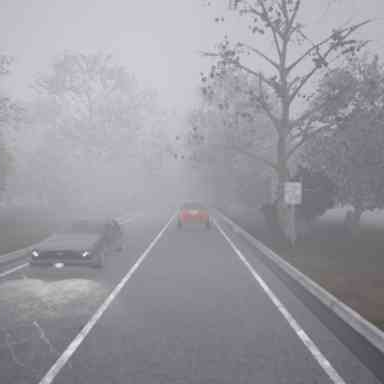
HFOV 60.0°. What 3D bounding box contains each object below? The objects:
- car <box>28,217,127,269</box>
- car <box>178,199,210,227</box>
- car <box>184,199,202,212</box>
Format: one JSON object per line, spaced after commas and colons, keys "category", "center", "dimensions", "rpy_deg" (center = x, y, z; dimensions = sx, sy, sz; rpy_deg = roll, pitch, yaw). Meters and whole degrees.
{"category": "car", "center": [-3.580, 1.598, 11.609], "dimensions": [2.033, 1.411, 5.357], "rpy_deg": [0, 0, 0]}
{"category": "car", "center": [0.119, 1.426, 23.637], "dimensions": [2.097, 1.767, 4.553], "rpy_deg": [0, 0, 0]}
{"category": "car", "center": [0.132, 1.645, 41.820], "dimensions": [2.128, 1.511, 4.902], "rpy_deg": [0, 0, 0]}
